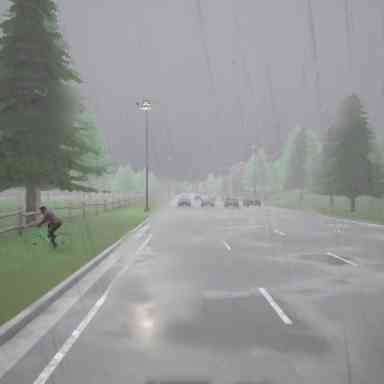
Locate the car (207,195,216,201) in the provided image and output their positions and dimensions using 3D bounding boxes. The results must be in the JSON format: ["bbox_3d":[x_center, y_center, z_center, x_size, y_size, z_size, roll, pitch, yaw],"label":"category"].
[{"bbox_3d":[5.016,1.524,85.170,1.812,1.442,4.674,0,0,-1],"label":"car"}]

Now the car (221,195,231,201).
[{"bbox_3d":[8.537,1.552,84.309,1.994,1.385,4.181,0,0,-1],"label":"car"}]

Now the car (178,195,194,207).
[{"bbox_3d":[-1.126,1.601,51.031,1.895,1.301,4.718,0,0,-1],"label":"car"}]

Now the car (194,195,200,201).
[{"bbox_3d":[1.484,1.500,86.440,1.837,1.490,4.892,0,0,-1],"label":"car"}]

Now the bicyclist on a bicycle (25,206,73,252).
[{"bbox_3d":[-5.010,1.319,11.607,1.656,1.620,0.582,-2,0,-1],"label":"bicyclist on a bicycle"}]

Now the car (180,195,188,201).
[{"bbox_3d":[-2.036,1.540,87.242,2.033,1.411,5.357,0,0,-1],"label":"car"}]

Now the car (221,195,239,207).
[{"bbox_3d":[5.884,1.491,50.266,2.128,1.511,4.902,0,0,-1],"label":"car"}]

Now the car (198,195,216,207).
[{"bbox_3d":[2.374,1.601,50.914,1.895,1.301,4.718,0,0,-1],"label":"car"}]

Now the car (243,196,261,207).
[{"bbox_3d":[9.314,1.352,52.117,2.097,1.767,4.553,0,0,-1],"label":"car"}]
